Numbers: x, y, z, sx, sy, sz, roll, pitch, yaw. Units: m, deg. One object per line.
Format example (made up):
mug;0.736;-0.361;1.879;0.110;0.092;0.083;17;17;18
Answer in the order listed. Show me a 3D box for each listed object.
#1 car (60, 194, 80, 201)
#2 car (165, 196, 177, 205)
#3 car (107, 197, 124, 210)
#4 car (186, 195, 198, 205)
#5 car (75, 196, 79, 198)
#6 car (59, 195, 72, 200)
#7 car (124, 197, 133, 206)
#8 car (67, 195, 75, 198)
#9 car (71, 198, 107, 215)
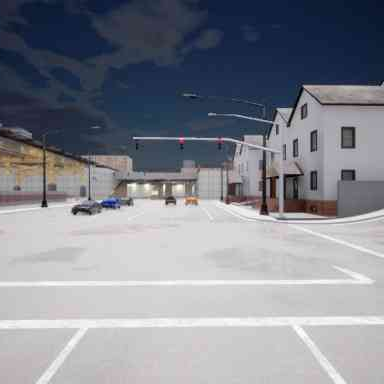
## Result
car;-32.742;1.452;89.535;2.038;1.542;4.974;0;0;28
car;-3.677;1.505;58.535;1.837;1.490;4.892;0;0;0
car;-10.730;1.478;44.021;1.882;1.535;5.008;0;0;0
car;-0.078;1.354;60.288;2.097;1.767;4.553;0;0;0
car;-32.767;1.295;89.490;1.853;1.218;4.536;0;0;28
car;-31.967;1.295;84.213;1.853;1.218;4.536;0;0;-37
car;-10.752;1.526;54.295;1.812;1.442;4.674;0;0;0
car;-31.936;1.452;84.171;2.038;1.542;4.974;0;0;-37
car;-10.704;1.547;34.298;2.033;1.411;5.357;0;0;0
